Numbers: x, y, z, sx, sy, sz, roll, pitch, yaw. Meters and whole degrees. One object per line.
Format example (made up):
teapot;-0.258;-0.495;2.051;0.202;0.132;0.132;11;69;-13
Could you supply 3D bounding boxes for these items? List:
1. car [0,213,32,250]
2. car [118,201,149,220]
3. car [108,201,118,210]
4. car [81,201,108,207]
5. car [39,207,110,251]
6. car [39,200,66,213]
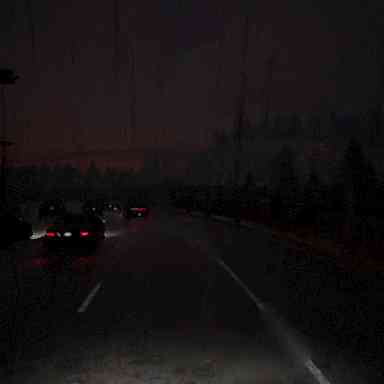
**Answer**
car;-8.566;1.622;14.568;1.994;1.385;4.181;0;0;-9
car;-4.977;1.600;29.164;2.128;1.511;4.902;0;0;-17
car;-10.363;1.773;43.014;1.895;1.301;4.718;0;0;-25
car;-10.245;1.690;33.985;2.033;1.411;5.357;0;0;-21
car;-4.931;1.599;14.512;2.033;1.411;5.357;0;0;-10
car;-13.021;1.495;31.174;2.097;1.767;4.553;0;0;-19
